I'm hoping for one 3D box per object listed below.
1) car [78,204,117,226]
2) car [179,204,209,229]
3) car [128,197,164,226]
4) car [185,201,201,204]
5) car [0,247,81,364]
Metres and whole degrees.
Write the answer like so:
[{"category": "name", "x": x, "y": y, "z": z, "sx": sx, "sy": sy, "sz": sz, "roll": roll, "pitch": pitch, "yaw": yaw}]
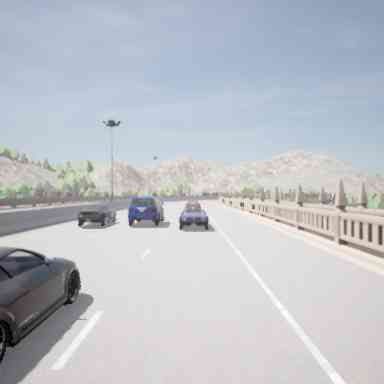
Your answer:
[{"category": "car", "x": -6.878, "y": 1.639, "z": 24.468, "sx": 1.837, "sy": 1.490, "sz": 4.892, "roll": 0, "pitch": 0, "yaw": 0}, {"category": "car", "x": 0.120, "y": 1.725, "z": 22.681, "sx": 1.895, "sy": 1.301, "sz": 4.718, "roll": 0, "pitch": 0, "yaw": 0}, {"category": "car", "x": -3.377, "y": 1.359, "z": 25.054, "sx": 2.150, "sy": 2.045, "sz": 5.566, "roll": 0, "pitch": 0, "yaw": 0}, {"category": "car", "x": 0.137, "y": 1.783, "z": 40.017, "sx": 1.994, "sy": 1.385, "sz": 4.181, "roll": 0, "pitch": 0, "yaw": 0}, {"category": "car", "x": -3.395, "y": 1.595, "z": 5.544, "sx": 1.994, "sy": 1.385, "sz": 4.181, "roll": 0, "pitch": 0, "yaw": 0}]
